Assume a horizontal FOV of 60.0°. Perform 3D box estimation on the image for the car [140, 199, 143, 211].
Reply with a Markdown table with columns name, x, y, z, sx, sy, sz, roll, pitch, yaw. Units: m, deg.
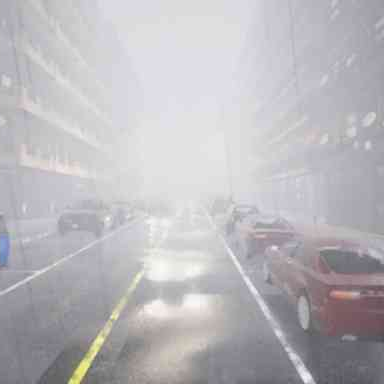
| name | x | y | z | sx | sy | sz | roll | pitch | yaw |
| --- | --- | --- | --- | --- | --- | --- | --- | --- | --- |
| car | -5.297 | 1.367 | 34.178 | 1.947 | 1.339 | 4.313 | 1 | 0 | 0 |

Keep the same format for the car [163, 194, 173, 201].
| name | x | y | z | sx | sy | sz | roll | pitch | yaw |
| --- | --- | --- | --- | --- | --- | --- | --- | --- | --- |
| car | -5.298 | 1.240 | 72.892 | 1.802 | 1.307 | 4.206 | 1 | 0 | 0 |

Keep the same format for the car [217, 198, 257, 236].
| name | x | y | z | sx | sy | sz | roll | pitch | yaw |
| --- | --- | --- | --- | --- | --- | --- | --- | --- | --- |
| car | 2.594 | 1.332 | 17.524 | 1.967 | 1.590 | 4.097 | 1 | 0 | 0 |

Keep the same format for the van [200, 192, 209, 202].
| name | x | y | z | sx | sy | sz | roll | pitch | yaw |
| --- | --- | --- | --- | --- | --- | --- | --- | --- | --- |
| van | 2.553 | 1.014 | 67.306 | 1.690 | 1.788 | 3.998 | 1 | 0 | 0 |

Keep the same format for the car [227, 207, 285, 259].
| name | x | y | z | sx | sy | sz | roll | pitch | yaw |
| --- | --- | --- | --- | --- | --- | --- | --- | --- | --- |
| car | 2.584 | 1.469 | 11.993 | 1.887 | 1.381 | 4.507 | 1 | 0 | 0 |

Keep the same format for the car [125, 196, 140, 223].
| name | x | y | z | sx | sy | sz | roll | pitch | yaw |
| --- | --- | --- | --- | --- | --- | --- | --- | --- | --- |
| car | -5.291 | 1.175 | 23.114 | 2.192 | 1.841 | 5.009 | 1 | 0 | 0 |

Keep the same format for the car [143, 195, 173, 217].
| name | x | y | z | sx | sy | sz | roll | pitch | yaw |
| --- | --- | --- | --- | --- | --- | --- | --- | --- | --- |
| car | -2.749 | 1.317 | 29.512 | 2.128 | 1.511 | 4.902 | 0 | 0 | 0 |

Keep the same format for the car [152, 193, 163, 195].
| name | x | y | z | sx | sy | sz | roll | pitch | yaw |
| --- | --- | --- | --- | --- | --- | --- | --- | --- | --- |
| car | -5.291 | 1.043 | 50.766 | 2.192 | 1.841 | 5.009 | 1 | 0 | 0 |

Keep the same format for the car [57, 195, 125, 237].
| name | x | y | z | sx | sy | sz | roll | pitch | yaw |
| --- | --- | --- | --- | --- | --- | --- | --- | --- | --- |
| car | -5.291 | 1.206 | 17.584 | 2.192 | 1.841 | 5.009 | 1 | 0 | 0 |

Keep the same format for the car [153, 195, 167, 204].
| name | x | y | z | sx | sy | sz | roll | pitch | yaw |
| --- | --- | --- | --- | --- | --- | --- | --- | --- | --- |
| car | -5.297 | 1.252 | 56.299 | 1.887 | 1.381 | 4.507 | 1 | 0 | 0 |

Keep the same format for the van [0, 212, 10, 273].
| name | x | y | z | sx | sy | sz | roll | pitch | yaw |
| --- | --- | --- | --- | --- | --- | --- | --- | --- | --- |
| van | -5.292 | 1.299 | 6.524 | 1.690 | 1.788 | 3.998 | 1 | 0 | 0 |

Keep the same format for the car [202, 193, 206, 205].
| name | x | y | z | sx | sy | sz | roll | pitch | yaw |
| --- | --- | --- | --- | --- | --- | --- | --- | --- | --- |
| car | 2.552 | 1.215 | 39.649 | 1.967 | 1.590 | 4.097 | 1 | 0 | 0 |

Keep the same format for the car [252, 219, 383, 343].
| name | x | y | z | sx | sy | sz | roll | pitch | yaw |
| --- | --- | --- | --- | --- | --- | --- | --- | --- | --- |
| car | 2.584 | 1.503 | 6.463 | 1.887 | 1.381 | 4.507 | 1 | 0 | 0 |

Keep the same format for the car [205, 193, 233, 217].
| name | x | y | z | sx | sy | sz | roll | pitch | yaw |
| --- | --- | --- | --- | --- | --- | --- | --- | --- | --- |
| car | 2.555 | 1.145 | 28.585 | 2.192 | 1.841 | 5.009 | 1 | 0 | 0 |

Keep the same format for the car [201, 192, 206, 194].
| name | x | y | z | sx | sy | sz | roll | pitch | yaw |
| --- | --- | --- | --- | --- | --- | --- | --- | --- | --- |
| car | 2.554 | 1.004 | 61.774 | 2.192 | 1.841 | 5.009 | 1 | 0 | 0 |

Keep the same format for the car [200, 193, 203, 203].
| name | x | y | z | sx | sy | sz | roll | pitch | yaw |
| --- | --- | --- | --- | --- | --- | --- | --- | --- | --- |
| car | 2.549 | 1.310 | 50.712 | 1.802 | 1.307 | 4.206 | 1 | 0 | 0 |
